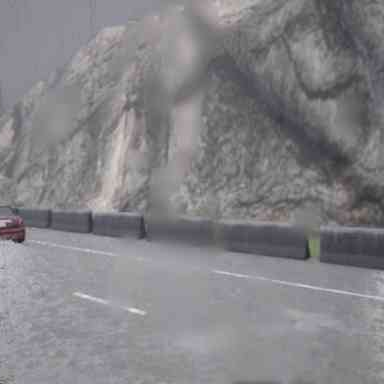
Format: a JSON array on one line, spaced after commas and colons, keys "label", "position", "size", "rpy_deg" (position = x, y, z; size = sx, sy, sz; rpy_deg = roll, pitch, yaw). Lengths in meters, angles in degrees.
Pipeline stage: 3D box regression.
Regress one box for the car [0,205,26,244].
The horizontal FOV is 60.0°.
[{"label": "car", "position": [-9.128, 1.285, 14.187], "size": [4.553, 1.767, 2.097], "rpy_deg": [0, 0, 35]}]
